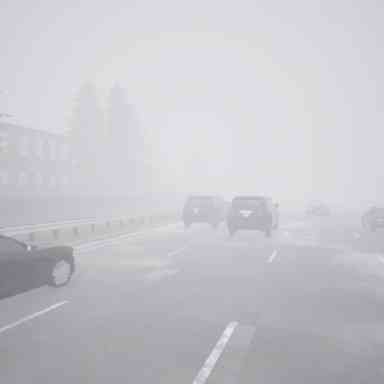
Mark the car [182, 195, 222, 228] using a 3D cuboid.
[{"bbox_3d":[1.144,1.223,22.315,2.150,2.045,5.566,0,0,20],"label":"car"}]

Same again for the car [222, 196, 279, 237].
[{"bbox_3d":[3.508,1.221,18.512,2.150,2.045,5.566,0,0,20],"label":"car"}]

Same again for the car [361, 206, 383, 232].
[{"bbox_3d":[11.422,1.547,19.883,2.033,1.411,5.357,0,0,20],"label":"car"}]

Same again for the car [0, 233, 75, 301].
[{"bbox_3d":[-4.447,1.478,6.557,1.882,1.535,5.008,0,0,20],"label":"car"}]

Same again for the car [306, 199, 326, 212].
[{"bbox_3d":[14.647,1.564,39.398,1.994,1.385,4.181,0,0,18],"label":"car"}]

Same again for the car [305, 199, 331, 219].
[{"bbox_3d":[11.182,1.526,29.685,1.812,1.442,4.674,0,0,20],"label":"car"}]
